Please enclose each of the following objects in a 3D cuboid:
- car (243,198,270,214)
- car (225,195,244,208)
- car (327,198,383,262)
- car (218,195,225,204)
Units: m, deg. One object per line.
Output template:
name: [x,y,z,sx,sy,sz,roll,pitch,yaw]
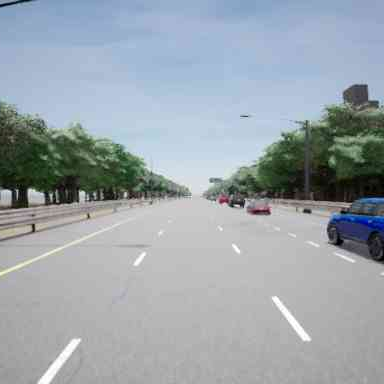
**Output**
car: [7.057,1.641,35.729,1.994,1.385,4.181,0,0,0]
car: [7.135,1.444,53.341,2.150,2.045,5.566,0,-1,0]
car: [7.005,1.225,12.240,2.150,2.045,5.566,0,0,0]
car: [7.294,1.746,76.906,2.150,2.045,5.566,0,-1,0]
